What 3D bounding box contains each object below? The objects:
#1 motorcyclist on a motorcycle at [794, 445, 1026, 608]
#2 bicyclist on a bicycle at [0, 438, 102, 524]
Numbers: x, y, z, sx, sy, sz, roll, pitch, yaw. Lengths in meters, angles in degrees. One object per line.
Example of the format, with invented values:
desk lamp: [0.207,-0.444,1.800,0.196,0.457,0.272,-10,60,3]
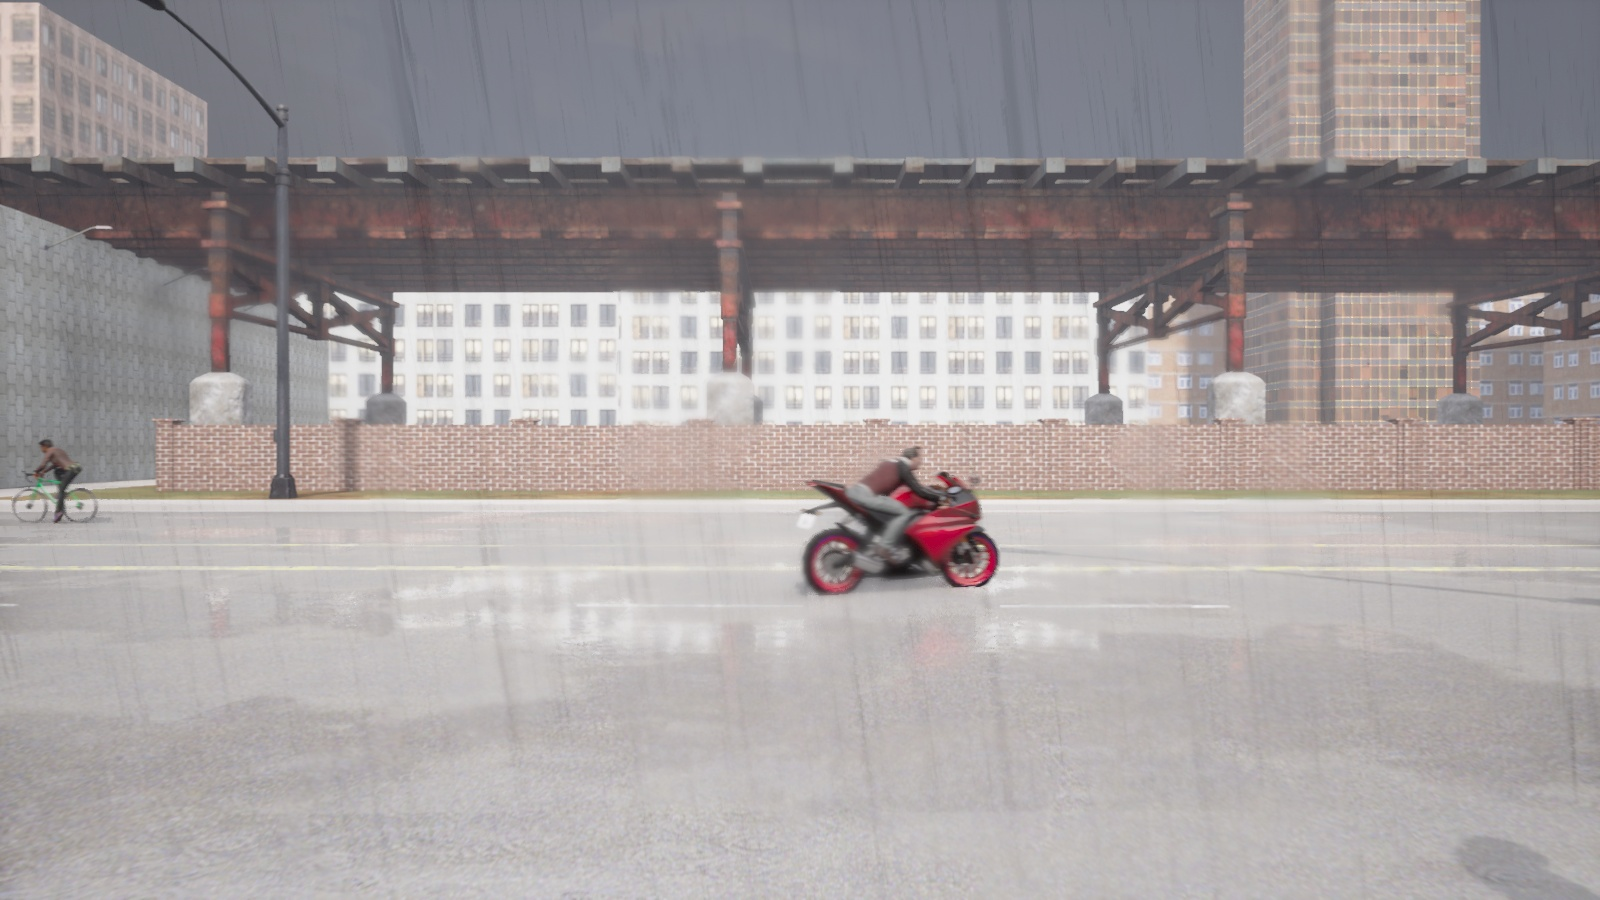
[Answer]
motorcyclist on a motorcycle: [1.123,0.731,12.830,2.191,1.530,0.866,0,2,-23]
bicyclist on a bicycle: [-14.331,0.592,23.986,1.656,1.620,0.582,0,0,1]
